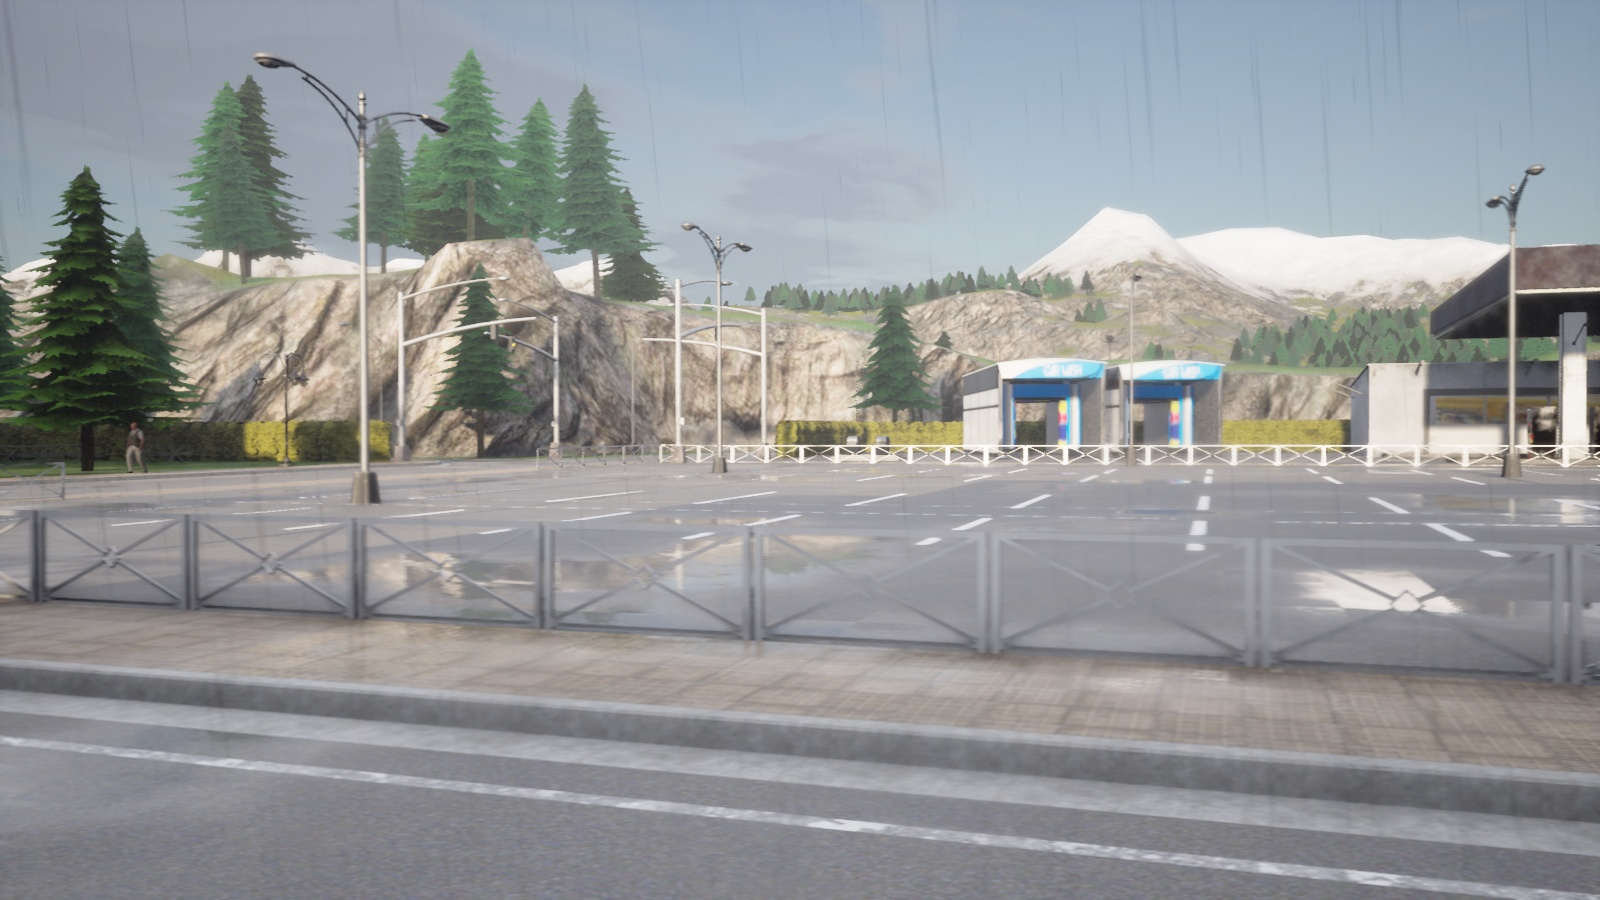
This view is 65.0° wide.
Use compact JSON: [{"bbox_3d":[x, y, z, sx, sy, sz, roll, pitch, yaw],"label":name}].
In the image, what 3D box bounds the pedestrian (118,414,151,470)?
[{"bbox_3d":[-22.855,-0.280,43.160,0.563,1.883,0.849,0,1,16],"label":"pedestrian"}]
